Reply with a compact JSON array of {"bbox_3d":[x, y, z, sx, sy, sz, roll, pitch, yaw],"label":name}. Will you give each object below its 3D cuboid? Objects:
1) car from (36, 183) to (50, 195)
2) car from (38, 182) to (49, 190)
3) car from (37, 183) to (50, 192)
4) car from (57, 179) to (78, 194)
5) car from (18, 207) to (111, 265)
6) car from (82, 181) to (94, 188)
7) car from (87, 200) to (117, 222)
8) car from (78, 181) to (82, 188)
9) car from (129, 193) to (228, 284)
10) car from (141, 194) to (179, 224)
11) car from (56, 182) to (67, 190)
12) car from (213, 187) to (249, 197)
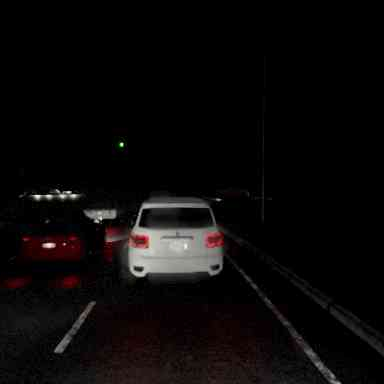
[{"bbox_3d":[-23.218,-0.455,52.012,1.882,1.535,5.008,-1,3,-23],"label":"car"},{"bbox_3d":[-31.513,-1.279,70.416,2.033,1.411,5.357,-1,3,-25],"label":"car"},{"bbox_3d":[-27.179,-0.828,61.000,2.033,1.411,5.357,-1,3,-24],"label":"car"},{"bbox_3d":[-20.078,-0.786,53.558,2.150,2.045,5.566,-1,3,-22],"label":"car"},{"bbox_3d":[-4.244,1.449,11.455,1.994,1.385,4.181,0,1,-5],"label":"car"},{"bbox_3d":[-25.735,-1.865,82.892,2.033,1.411,5.357,-1,3,-25],"label":"car"},{"bbox_3d":[-5.829,1.167,21.510,1.895,1.301,4.718,-1,2,-12],"label":"car"},{"bbox_3d":[-28.923,-2.109,81.433,2.150,2.045,5.566,-1,3,-25],"label":"car"},{"bbox_3d":[-0.523,1.136,9.532,2.150,2.045,5.566,0,1,-5],"label":"car"},{"bbox_3d":[-2.267,1.025,22.207,2.128,1.511,4.902,0,2,-10],"label":"car"},{"bbox_3d":[-28.255,-1.404,71.707,1.882,1.535,5.008,-1,3,-25],"label":"car"},{"bbox_3d":[5.252,0.065,44.977,5.008,1.535,1.882,0,2,-22],"label":"car"}]
